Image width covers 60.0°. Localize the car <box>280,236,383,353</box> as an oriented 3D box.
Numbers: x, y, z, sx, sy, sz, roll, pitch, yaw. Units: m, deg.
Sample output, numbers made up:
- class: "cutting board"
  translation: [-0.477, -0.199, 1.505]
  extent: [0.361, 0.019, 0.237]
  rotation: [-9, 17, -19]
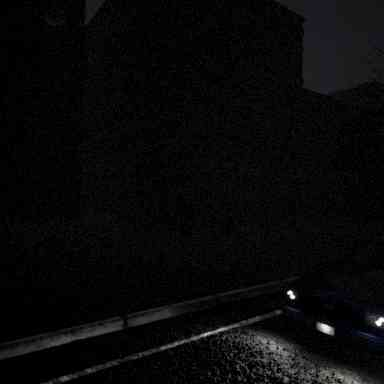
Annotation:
- class: "car"
  translation: [4.064, 1.585, 6.274]
  extent: [5.357, 1.411, 2.033]
  rotation: [1, 0, -36]
